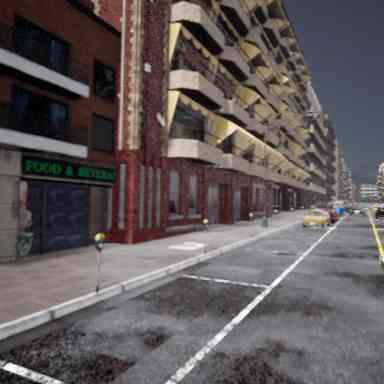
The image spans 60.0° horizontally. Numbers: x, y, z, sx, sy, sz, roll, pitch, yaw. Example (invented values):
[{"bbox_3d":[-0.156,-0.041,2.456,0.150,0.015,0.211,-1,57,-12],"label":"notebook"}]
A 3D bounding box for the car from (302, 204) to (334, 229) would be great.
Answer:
[{"bbox_3d":[9.719,1.974,25.903,1.752,1.417,4.829,2,0,27],"label":"car"}]

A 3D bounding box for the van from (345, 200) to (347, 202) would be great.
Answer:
[{"bbox_3d":[19.937,2.178,45.715,1.690,1.788,3.998,2,0,27],"label":"van"}]

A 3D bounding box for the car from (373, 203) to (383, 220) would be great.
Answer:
[{"bbox_3d":[20.767,2.191,35.730,1.837,1.490,4.892,0,-1,28],"label":"car"}]

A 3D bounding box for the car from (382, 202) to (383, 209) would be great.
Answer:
[{"bbox_3d":[42.083,2.908,71.557,1.967,1.590,4.097,1,-1,27],"label":"car"}]

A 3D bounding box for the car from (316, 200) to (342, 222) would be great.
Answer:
[{"bbox_3d":[12.338,1.860,30.970,2.192,1.841,5.009,2,0,27],"label":"car"}]

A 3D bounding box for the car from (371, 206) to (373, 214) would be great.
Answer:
[{"bbox_3d":[26.889,2.407,47.651,1.882,1.535,5.008,0,-1,27],"label":"car"}]

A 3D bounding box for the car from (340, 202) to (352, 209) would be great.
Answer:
[{"bbox_3d":[32.599,2.922,70.289,1.947,1.339,4.313,2,0,27],"label":"car"}]

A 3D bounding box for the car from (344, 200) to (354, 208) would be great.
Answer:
[{"bbox_3d":[40.206,3.003,85.033,2.192,1.841,5.009,2,0,27],"label":"car"}]

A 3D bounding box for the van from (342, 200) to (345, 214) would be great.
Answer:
[{"bbox_3d":[17.403,2.078,40.798,1.690,1.788,3.998,2,0,27],"label":"van"}]

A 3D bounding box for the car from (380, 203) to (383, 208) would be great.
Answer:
[{"bbox_3d":[47.148,3.273,81.387,1.802,1.307,4.206,1,-1,27],"label":"car"}]

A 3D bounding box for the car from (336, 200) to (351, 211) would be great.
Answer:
[{"bbox_3d":[27.539,2.460,60.459,2.192,1.841,5.009,2,0,27],"label":"car"}]

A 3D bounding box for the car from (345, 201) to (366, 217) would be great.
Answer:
[{"bbox_3d":[20.867,2.277,41.975,2.128,1.511,4.902,0,-1,27],"label":"car"}]
